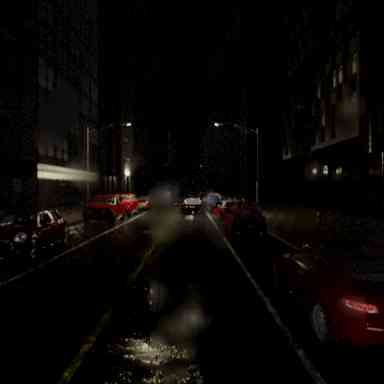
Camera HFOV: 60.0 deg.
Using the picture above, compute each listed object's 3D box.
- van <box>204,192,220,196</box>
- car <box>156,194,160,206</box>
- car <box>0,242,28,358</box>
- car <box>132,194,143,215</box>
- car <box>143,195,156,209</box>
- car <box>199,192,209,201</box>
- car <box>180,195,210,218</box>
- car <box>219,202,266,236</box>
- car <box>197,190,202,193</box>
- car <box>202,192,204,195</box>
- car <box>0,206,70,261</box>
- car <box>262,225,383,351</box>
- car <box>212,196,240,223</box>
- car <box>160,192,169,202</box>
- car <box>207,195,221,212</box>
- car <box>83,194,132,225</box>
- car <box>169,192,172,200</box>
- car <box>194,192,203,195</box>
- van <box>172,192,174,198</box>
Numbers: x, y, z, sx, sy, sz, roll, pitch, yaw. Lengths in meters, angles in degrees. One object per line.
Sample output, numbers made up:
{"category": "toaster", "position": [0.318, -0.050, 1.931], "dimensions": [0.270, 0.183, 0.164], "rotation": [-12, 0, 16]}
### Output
{"category": "van", "position": [2.630, 1.076, 39.847], "dimensions": [1.690, 1.788, 3.998], "rotation": [0, 0, 0]}
{"category": "car", "position": [-5.900, 1.144, 45.494], "dimensions": [1.967, 1.590, 4.097], "rotation": [0, 0, 0]}
{"category": "car", "position": [-3.097, 1.464, 1.793], "dimensions": [1.882, 1.535, 5.008], "rotation": [0, 0, 0]}
{"category": "car", "position": [-5.884, 1.120, 28.575], "dimensions": [2.192, 1.841, 5.009], "rotation": [0, 0, 0]}
{"category": "car", "position": [-5.895, 1.175, 39.855], "dimensions": [1.967, 1.590, 4.097], "rotation": [0, 0, 0]}
{"category": "car", "position": [2.599, 0.889, 73.679], "dimensions": [2.192, 1.841, 5.009], "rotation": [0, 0, 0]}
{"category": "car", "position": [0.075, 1.305, 27.360], "dimensions": [2.128, 1.511, 4.902], "rotation": [0, 1, 0]}
{"category": "car", "position": [2.652, 1.425, 17.293], "dimensions": [1.887, 1.381, 4.507], "rotation": [0, 0, 0]}
{"category": "car", "position": [2.605, 0.916, 68.039], "dimensions": [2.192, 1.841, 5.009], "rotation": [0, 0, 0]}
{"category": "car", "position": [2.615, 1.176, 56.972], "dimensions": [1.752, 1.417, 4.829], "rotation": [0, 0, 1]}
{"category": "car", "position": [-5.869, 1.359, 11.658], "dimensions": [1.967, 1.590, 4.097], "rotation": [0, 0, 0]}
{"category": "car", "position": [2.662, 1.539, 6.015], "dimensions": [1.802, 1.307, 4.206], "rotation": [0, 0, 0]}
{"category": "car", "position": [2.646, 1.282, 22.931], "dimensions": [1.967, 1.590, 4.097], "rotation": [0, 0, 0]}
{"category": "car", "position": [-5.923, 1.152, 62.210], "dimensions": [1.752, 1.417, 4.829], "rotation": [0, 0, 1]}
{"category": "car", "position": [2.636, 1.334, 34.210], "dimensions": [1.947, 1.339, 4.313], "rotation": [0, 0, 0]}
{"category": "car", "position": [-5.879, 1.157, 22.936], "dimensions": [2.192, 1.841, 5.009], "rotation": [0, 0, 0]}
{"category": "car", "position": [-5.927, 1.101, 73.523], "dimensions": [1.752, 1.417, 4.829], "rotation": [0, 0, 0]}
{"category": "car", "position": [0.058, 1.198, 45.020], "dimensions": [2.128, 1.511, 4.902], "rotation": [0, 0, 0]}
{"category": "van", "position": [-5.931, 0.888, 79.334], "dimensions": [1.690, 1.788, 3.998], "rotation": [0, 0, 0]}
